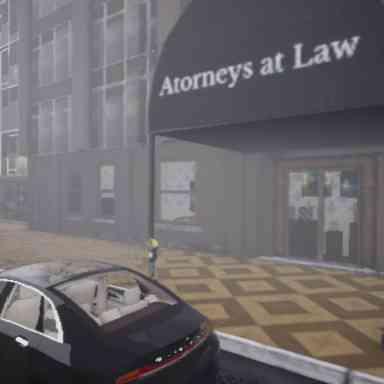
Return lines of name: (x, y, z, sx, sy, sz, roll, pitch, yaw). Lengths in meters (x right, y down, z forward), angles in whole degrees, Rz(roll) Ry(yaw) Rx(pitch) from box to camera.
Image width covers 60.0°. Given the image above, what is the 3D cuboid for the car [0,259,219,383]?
car: (-1.772, 1.537, 4.133, 4.403, 1.369, 2.008, 0, 1, 36)
